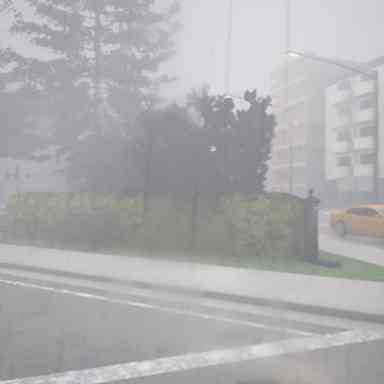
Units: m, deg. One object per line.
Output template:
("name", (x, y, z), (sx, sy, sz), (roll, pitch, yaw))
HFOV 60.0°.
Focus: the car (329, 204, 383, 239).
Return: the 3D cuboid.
("car", (8.326, 1.325, 14.691), (1.882, 1.535, 5.008), (0, 0, -19))
